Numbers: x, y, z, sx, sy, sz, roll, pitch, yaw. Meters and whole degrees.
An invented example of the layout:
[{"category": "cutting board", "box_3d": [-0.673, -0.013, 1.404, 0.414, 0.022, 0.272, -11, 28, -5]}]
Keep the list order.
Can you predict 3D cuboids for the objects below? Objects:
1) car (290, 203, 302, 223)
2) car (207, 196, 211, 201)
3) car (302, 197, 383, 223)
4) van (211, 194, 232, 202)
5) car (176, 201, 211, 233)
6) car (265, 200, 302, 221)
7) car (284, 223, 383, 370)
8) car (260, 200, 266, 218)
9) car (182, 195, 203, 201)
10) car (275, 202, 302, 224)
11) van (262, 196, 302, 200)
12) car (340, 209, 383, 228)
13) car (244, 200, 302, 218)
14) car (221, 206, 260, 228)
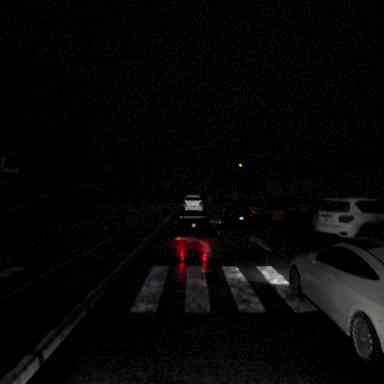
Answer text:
[{"category": "car", "box_3d": [8.079, 1.534, 17.678, 5.008, 1.535, 2.097, 1, 0, -20]}, {"category": "car", "box_3d": [7.914, 2.135, 93.737, 5.366, 1.575, 1.946, 1, -2, -20]}, {"category": "car", "box_3d": [8.102, 1.270, 14.714, 5.566, 2.045, 2.435, 1, 0, -20]}, {"category": "van", "box_3d": [7.980, 1.650, 84.836, 4.442, 1.987, 1.878, 1, -2, -20]}, {"category": "car", "box_3d": [0.100, 1.546, 19.799, 2.128, 1.511, 4.902, 0, 0, 0]}, {"category": "car", "box_3d": [8.248, 1.565, 23.710, 5.366, 1.575, 1.946, 1, -1, -20]}, {"category": "car", "box_3d": [3.097, 1.530, 5.589, 1.812, 1.442, 4.674, 0, 0, 0]}, {"category": "car", "box_3d": [8.101, 1.613, 26.640, 4.792, 1.488, 2.163, 1, -1, -20]}, {"category": "car", "box_3d": [0.087, 1.386, 38.004, 2.150, 2.045, 5.566, 0, 0, 0]}, {"category": "car", "box_3d": [8.067, 1.550, 20.663, 4.892, 1.521, 2.231, 1, -1, -20]}, {"category": "van", "box_3d": [7.970, 1.374, 29.568, 4.442, 1.987, 1.878, 1, 0, -20]}, {"category": "car", "box_3d": [8.082, 1.512, 11.712, 4.892, 1.521, 2.231, 1, 0, -20]}, {"category": "car", "box_3d": [7.904, 1.614, 32.526, 5.366, 1.575, 1.946, 1, 0, -20]}, {"category": "car", "box_3d": [3.105, 1.633, 22.861, 1.994, 1.385, 4.181, 0, 0, 0]}]
